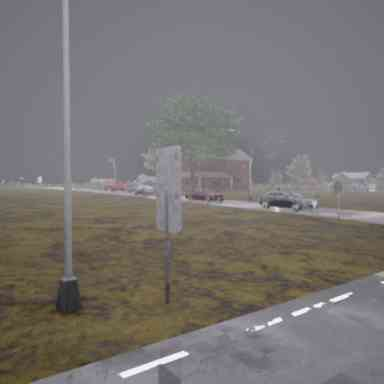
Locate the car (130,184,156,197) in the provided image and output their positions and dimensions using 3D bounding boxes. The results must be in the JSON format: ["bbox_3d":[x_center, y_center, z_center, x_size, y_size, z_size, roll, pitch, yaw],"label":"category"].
[{"bbox_3d":[-6.066,-0.155,44.445,1.812,1.442,4.674,-1,2,-35],"label":"car"}]

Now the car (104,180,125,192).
[{"bbox_3d":[-14.082,-1.098,60.434,2.150,2.045,5.566,-1,2,-36],"label":"car"}]

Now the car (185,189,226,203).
[{"bbox_3d":[1.332,0.377,34.127,1.895,1.301,4.718,-1,3,-36],"label":"car"}]

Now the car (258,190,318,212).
[{"bbox_3d":[7.345,0.649,25.765,2.128,1.511,4.902,-1,3,-36],"label":"car"}]

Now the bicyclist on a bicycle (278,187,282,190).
[{"bbox_3d":[8.938,0.347,33.802,1.656,1.620,0.582,-1,2,-36],"label":"bicyclist on a bicycle"}]
